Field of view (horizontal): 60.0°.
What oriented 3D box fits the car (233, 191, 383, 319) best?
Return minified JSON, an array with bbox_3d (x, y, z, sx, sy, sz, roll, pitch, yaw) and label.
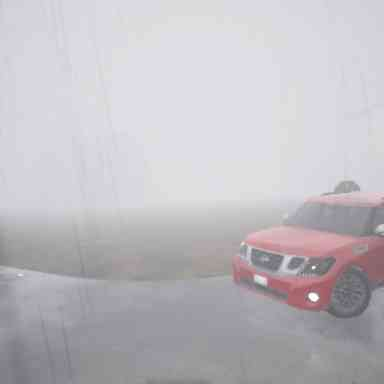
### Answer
[{"bbox_3d":[3.508,1.071,7.307,5.566,2.045,2.150,-3,3,-33],"label":"car"}]
